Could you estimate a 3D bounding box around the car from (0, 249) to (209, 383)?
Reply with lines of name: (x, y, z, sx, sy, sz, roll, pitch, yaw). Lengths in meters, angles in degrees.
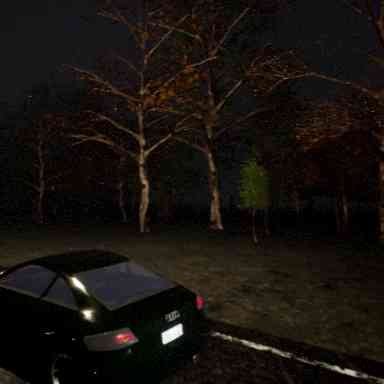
car: (-1.846, 1.576, 4.881, 4.181, 1.385, 1.994, -1, 0, 36)
